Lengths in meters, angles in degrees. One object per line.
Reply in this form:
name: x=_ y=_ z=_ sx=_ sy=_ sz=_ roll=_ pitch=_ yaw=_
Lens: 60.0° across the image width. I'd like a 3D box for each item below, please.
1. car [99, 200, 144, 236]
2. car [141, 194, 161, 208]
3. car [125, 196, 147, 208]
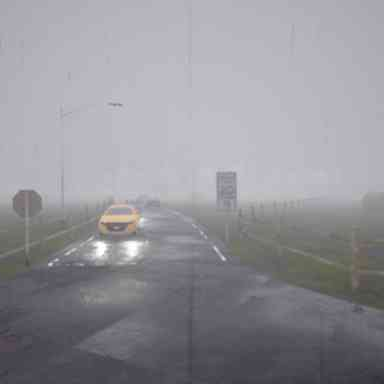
car: x=-3.930 y=1.461 z=18.607 sx=1.882 sy=1.535 sz=5.008 roll=-1 pitch=0 yaw=-6
car: x=-5.454 y=1.370 z=45.413 sx=1.882 sy=1.535 sz=5.008 roll=-1 pitch=0 yaw=-13
car: x=-5.864 y=1.447 z=32.843 sx=2.128 sy=1.511 sz=4.902 roll=-1 pitch=0 yaw=-10
